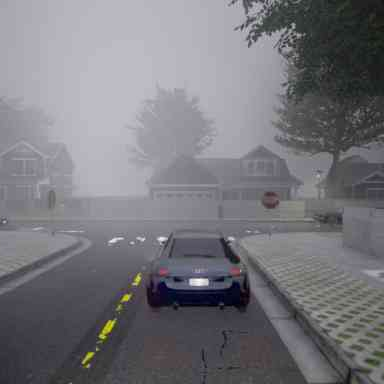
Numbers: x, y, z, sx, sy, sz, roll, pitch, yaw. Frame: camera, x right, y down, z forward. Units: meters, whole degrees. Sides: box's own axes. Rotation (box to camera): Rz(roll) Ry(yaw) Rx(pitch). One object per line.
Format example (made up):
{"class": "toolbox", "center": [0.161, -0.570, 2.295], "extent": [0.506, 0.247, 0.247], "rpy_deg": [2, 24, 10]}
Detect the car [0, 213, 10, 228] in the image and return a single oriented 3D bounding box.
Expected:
{"class": "car", "center": [-13.190, 1.466, 19.281], "extent": [4.892, 1.490, 1.837], "rpy_deg": [1, 1, 2]}

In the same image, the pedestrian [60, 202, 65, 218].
{"class": "pedestrian", "center": [-9.824, 1.339, 25.247], "extent": [0.375, 1.300, 0.375], "rpy_deg": [0, 0, -1]}

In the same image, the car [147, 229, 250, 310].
{"class": "car", "center": [0.112, 1.562, 7.883], "extent": [1.994, 1.385, 4.181], "rpy_deg": [0, 0, 0]}

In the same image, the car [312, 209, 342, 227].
{"class": "car", "center": [10.750, 1.632, 22.595], "extent": [4.718, 1.301, 1.895], "rpy_deg": [0, 1, -1]}
